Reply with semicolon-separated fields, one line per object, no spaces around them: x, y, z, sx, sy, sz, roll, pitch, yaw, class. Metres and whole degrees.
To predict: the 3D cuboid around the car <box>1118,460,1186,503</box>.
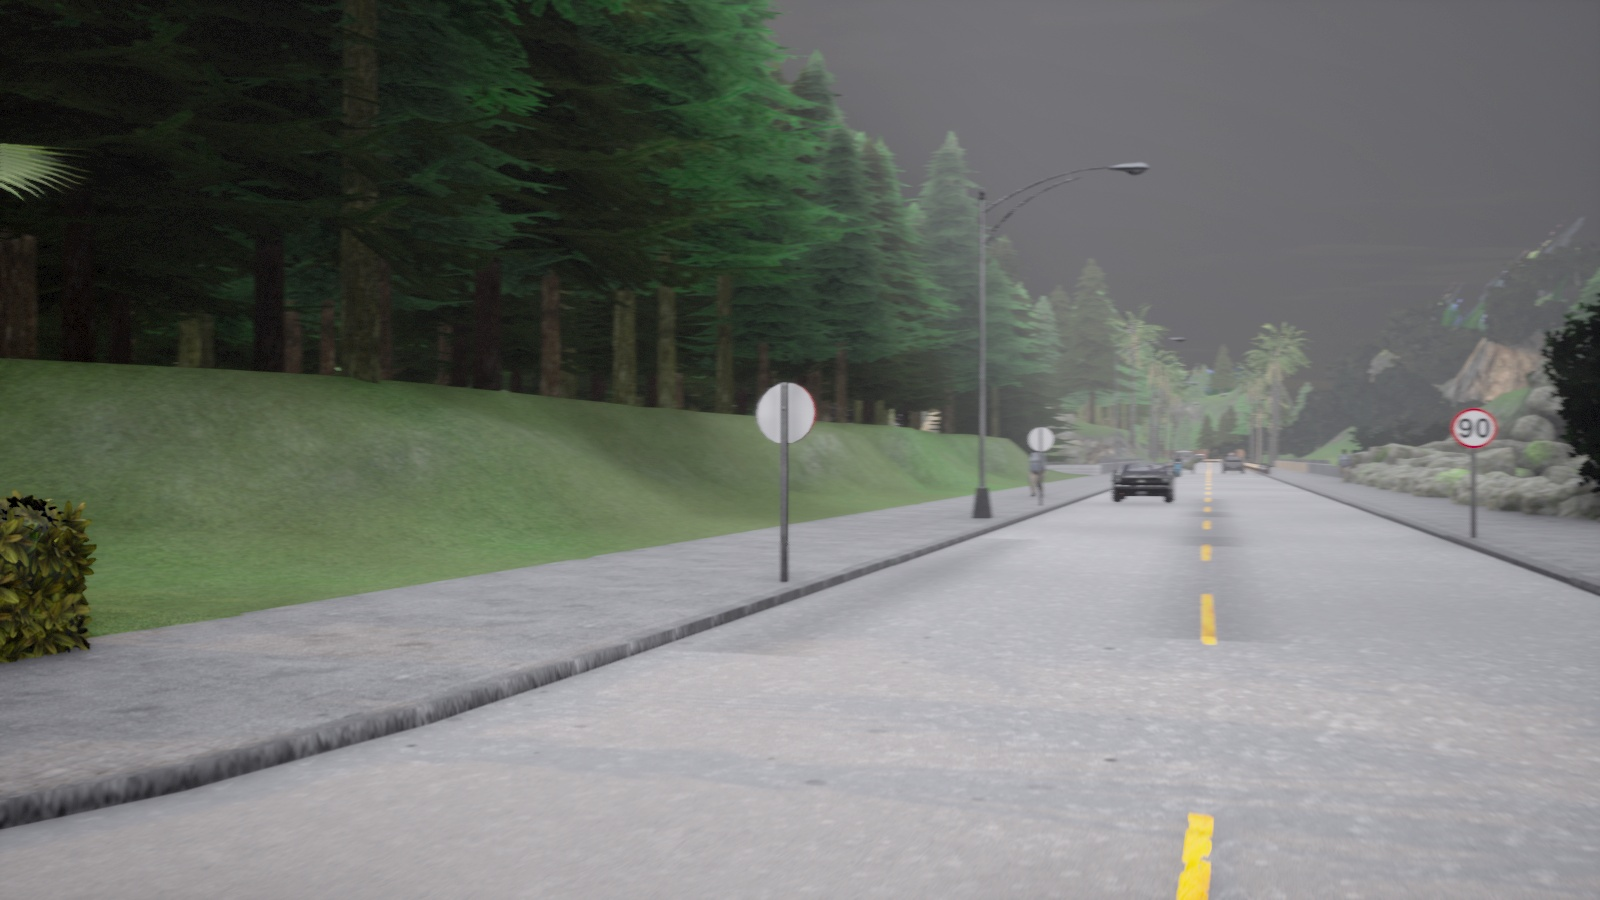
11.643;1.008;41.348;1.895;1.301;4.718;0;0;18;car

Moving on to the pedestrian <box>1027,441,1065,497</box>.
8.211;0.634;41.925;0.874;1.855;0.900;-1;0;43;pedestrian

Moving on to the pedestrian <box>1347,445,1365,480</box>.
29.399;0.673;66.423;0.874;1.855;0.900;0;0;23;pedestrian
